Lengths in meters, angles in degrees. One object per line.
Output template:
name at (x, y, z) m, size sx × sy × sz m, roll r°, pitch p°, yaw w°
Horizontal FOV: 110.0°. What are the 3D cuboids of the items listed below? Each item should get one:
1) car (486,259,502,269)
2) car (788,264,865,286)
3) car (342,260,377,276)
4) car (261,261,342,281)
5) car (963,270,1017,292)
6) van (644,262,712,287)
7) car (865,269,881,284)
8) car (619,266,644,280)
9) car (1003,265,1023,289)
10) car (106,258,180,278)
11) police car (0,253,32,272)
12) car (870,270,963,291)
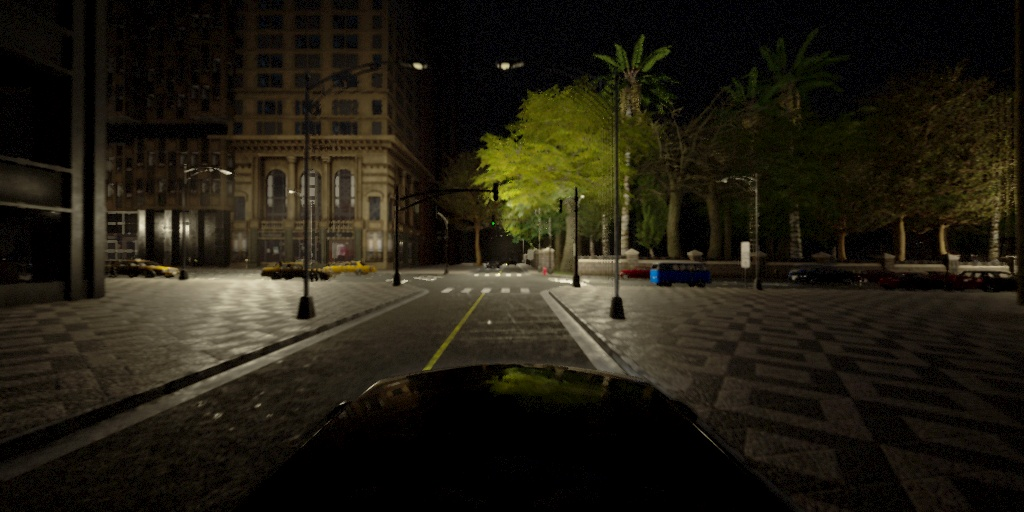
car at (-3.068, 1.204, 58.839) m, size 2.097 × 1.767 × 4.553 m, roll 0°, pitch 0°, yaw 1°
car at (26.942, 1.751, 31.161) m, size 4.902 × 1.511 × 2.128 m, roll 1°, pitch 0°, yaw 0°
car at (-15.381, 1.101, 33.968) m, size 4.829 × 1.417 × 1.751 m, roll 0°, pitch 0°, yaw 0°
car at (-15.060, 1.051, 25.442) m, size 4.829 × 1.417 × 1.751 m, roll 0°, pitch 0°, yaw 0°
car at (33.951, 1.781, 25.277) m, size 4.097 × 1.591 × 1.967 m, roll 0°, pitch 0°, yaw 0°
van at (11.858, 1.316, 25.351) m, size 3.998 × 1.789 × 1.690 m, roll 0°, pitch 0°, yaw 0°
car at (33.968, 1.936, 33.803) m, size 4.507 × 1.381 × 1.888 m, roll 0°, pitch 0°, yaw 0°
car at (11.875, 1.607, 33.877) m, size 4.207 × 1.307 × 1.802 m, roll 0°, pitch 0°, yaw 0°
car at (46.716, 1.866, 31.002) m, size 5.566 × 2.045 × 2.150 m, roll 1°, pitch 0°, yaw 0°
car at (-26.401, 0.865, 25.480) m, size 4.829 × 1.417 × 1.751 m, roll 0°, pitch 0°, yaw 0°
police car at (-39.746, 0.647, 28.291) m, size 4.974 × 1.542 × 2.038 m, roll 1°, pitch 0°, yaw 0°
car at (28.428, 1.832, 25.296) m, size 4.207 × 1.307 × 1.802 m, roll 0°, pitch 0°, yaw 0°
